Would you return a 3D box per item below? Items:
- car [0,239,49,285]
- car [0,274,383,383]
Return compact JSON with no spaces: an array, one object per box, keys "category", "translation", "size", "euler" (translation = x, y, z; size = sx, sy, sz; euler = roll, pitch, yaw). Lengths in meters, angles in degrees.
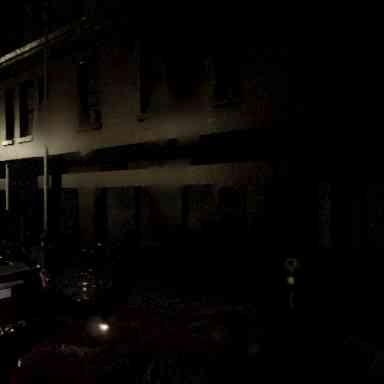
[{"category":"car","translation":[-4.296,1.504,5.869],"size":[4.097,1.590,1.967],"euler":[-1,0,35]},{"category":"car","translation":[0.200,1.593,2.667],"size":[4.206,1.307,1.802],"euler":[-1,0,35]}]
